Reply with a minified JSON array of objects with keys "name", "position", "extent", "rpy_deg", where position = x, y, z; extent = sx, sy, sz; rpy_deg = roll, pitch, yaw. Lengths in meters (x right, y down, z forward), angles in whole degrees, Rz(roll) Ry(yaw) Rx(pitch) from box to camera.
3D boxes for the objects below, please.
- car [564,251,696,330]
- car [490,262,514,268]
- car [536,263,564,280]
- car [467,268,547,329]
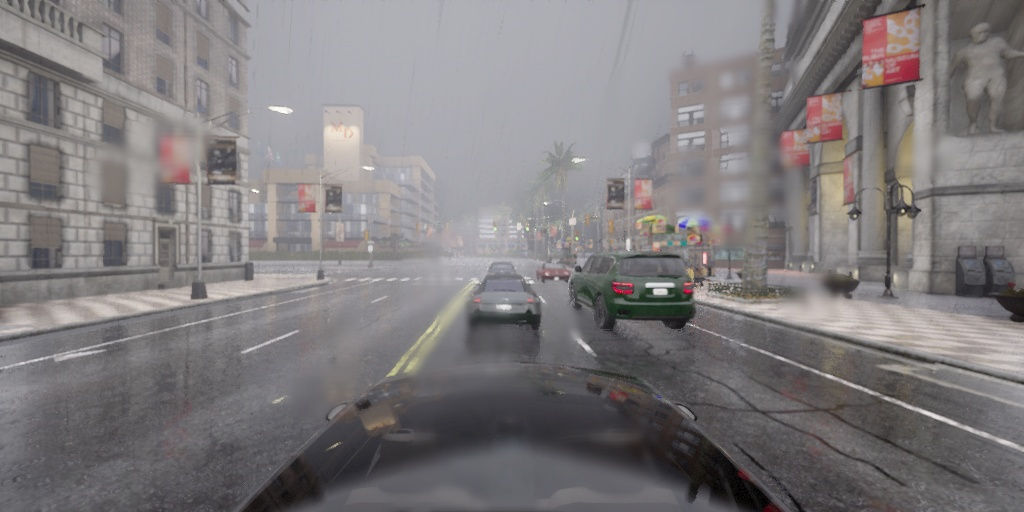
[{"name":"car","position":[3.279,0.886,10.908],"extent":[2.150,2.045,5.566],"rpy_deg":[0,1,-3]},{"name":"car","position":[-0.660,1.094,23.389],"extent":[2.033,1.411,5.357],"rpy_deg":[0,1,-2]},{"name":"car","position":[2.773,1.130,25.205],"extent":[1.895,1.301,4.718],"rpy_deg":[0,1,-2]},{"name":"car","position":[-0.245,1.228,10.913],"extent":[1.994,1.385,4.181],"rpy_deg":[0,1,-1]}]
